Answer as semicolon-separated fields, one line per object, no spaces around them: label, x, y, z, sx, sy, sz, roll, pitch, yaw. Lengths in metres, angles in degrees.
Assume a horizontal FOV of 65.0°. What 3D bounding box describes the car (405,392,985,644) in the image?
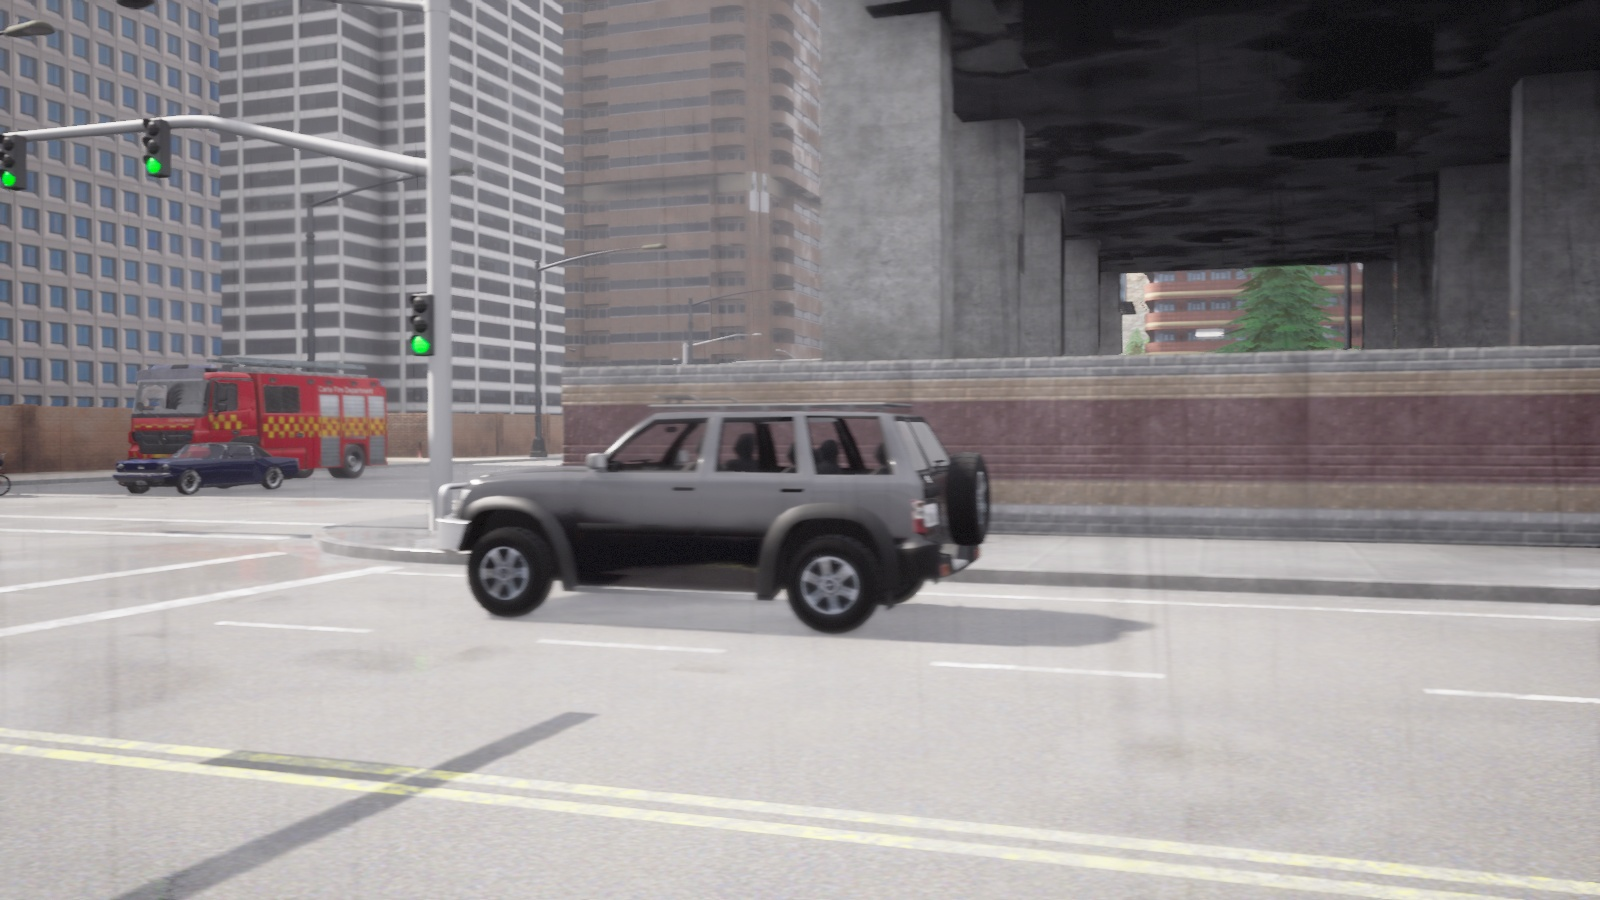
car;-0.867;0.466;10.864;4.605;1.855;1.932;1;1;19

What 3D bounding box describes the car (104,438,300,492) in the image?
car;-15.622;0.338;33.131;1.895;1.301;4.718;1;1;19

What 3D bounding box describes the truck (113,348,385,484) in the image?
truck;-17.036;-1.040;39.703;2.891;3.827;8.468;1;1;19
